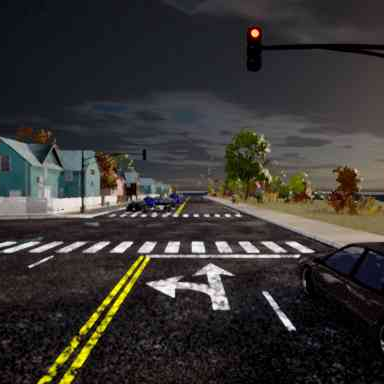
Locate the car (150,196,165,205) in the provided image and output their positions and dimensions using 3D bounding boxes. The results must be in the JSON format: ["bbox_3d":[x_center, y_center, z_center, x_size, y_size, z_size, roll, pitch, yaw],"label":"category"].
[{"bbox_3d":[-6.468,1.520,62.695,2.128,1.511,4.902,0,0,1],"label":"car"}]

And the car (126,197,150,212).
[{"bbox_3d":[-6.541,1.606,39.666,1.895,1.301,4.718,0,0,0],"label":"car"}]

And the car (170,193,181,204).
[{"bbox_3d":[-3.227,1.251,62.255,2.150,2.045,5.566,0,0,1],"label":"car"}]

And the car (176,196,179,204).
[{"bbox_3d":[-3.276,1.613,48.732,1.895,1.301,4.718,0,0,0],"label":"car"}]

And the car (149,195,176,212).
[{"bbox_3d":[-3.293,1.496,38.578,2.128,1.511,4.902,0,0,0],"label":"car"}]

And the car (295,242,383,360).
[{"bbox_3d":[3.360,1.545,5.446,2.033,1.411,5.357,0,0,0],"label":"car"}]
